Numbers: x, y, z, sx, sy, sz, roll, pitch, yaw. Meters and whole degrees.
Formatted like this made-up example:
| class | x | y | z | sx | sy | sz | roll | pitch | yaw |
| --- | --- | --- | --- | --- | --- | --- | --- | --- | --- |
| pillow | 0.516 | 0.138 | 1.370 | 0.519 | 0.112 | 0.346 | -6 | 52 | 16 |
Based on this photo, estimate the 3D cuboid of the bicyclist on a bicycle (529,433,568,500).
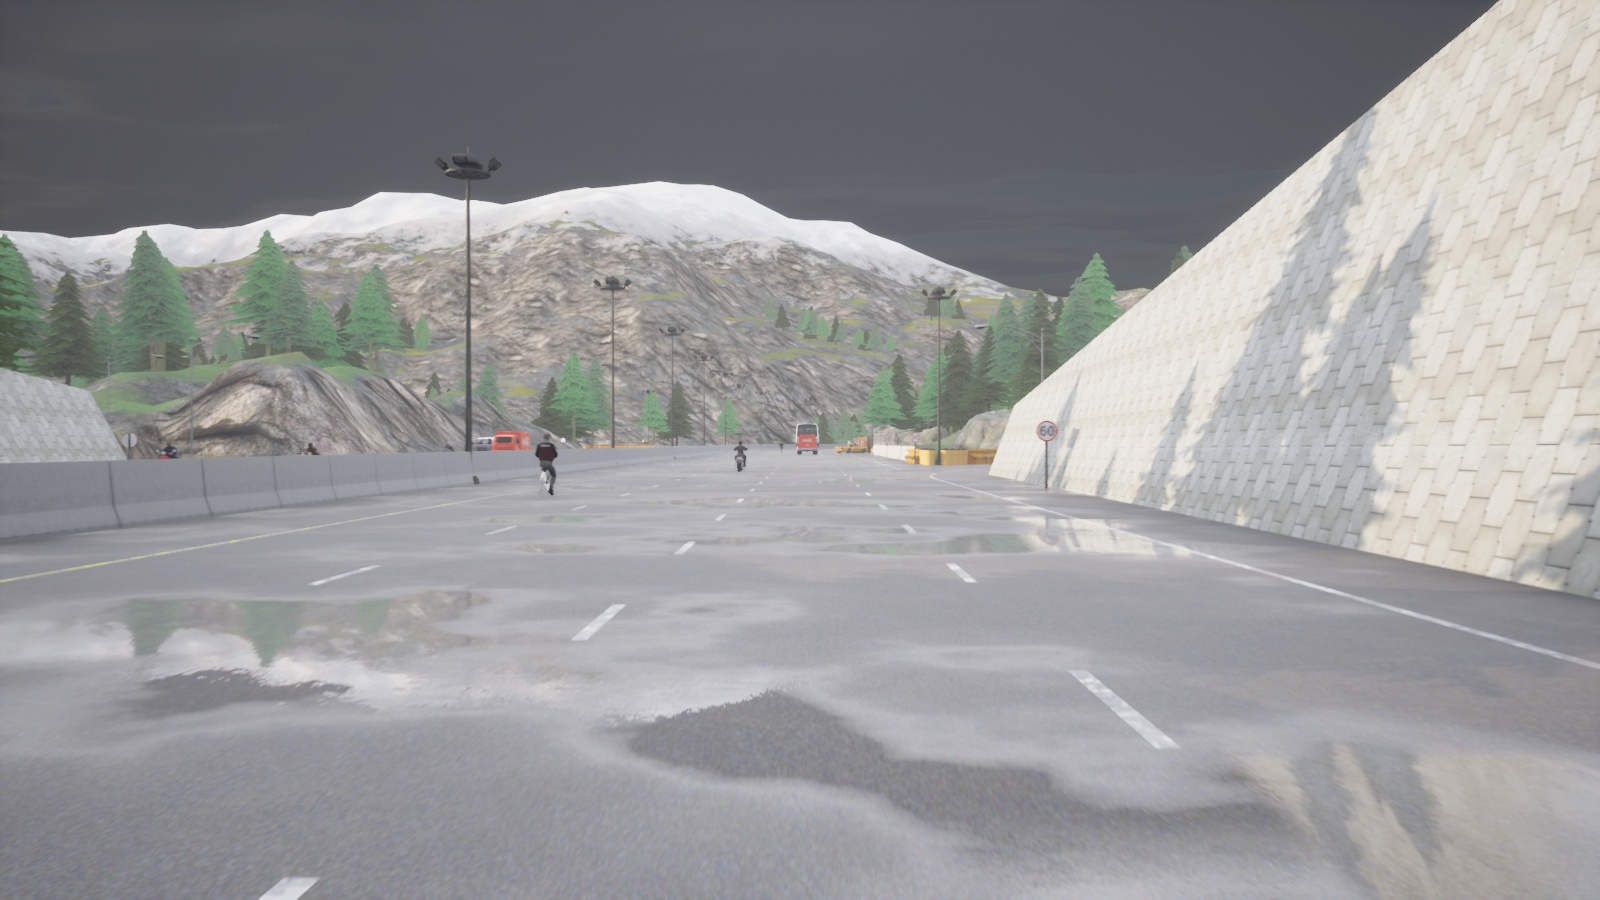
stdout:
| class | x | y | z | sx | sy | sz | roll | pitch | yaw |
| --- | --- | --- | --- | --- | --- | --- | --- | --- | --- |
| bicyclist on a bicycle | -6.791 | 0.420 | 33.997 | 0.659 | 1.776 | 1.843 | 0 | 1 | 0 |
